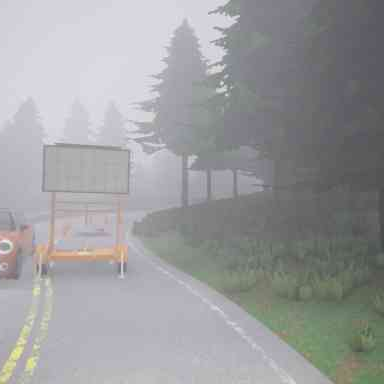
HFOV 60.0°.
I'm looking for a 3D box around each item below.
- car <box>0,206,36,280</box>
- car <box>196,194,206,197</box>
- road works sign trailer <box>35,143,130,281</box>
[{"bbox_3d":[-5.725,1.240,9.299,2.097,1.767,4.553,2,0,-19],"label":"car"},{"bbox_3d":[1.558,1.064,47.551,1.882,1.535,5.008,-3,-1,32],"label":"car"},{"bbox_3d":[-3.091,0.425,9.792,2.380,3.560,2.880,2,0,-15],"label":"road works sign trailer"}]
